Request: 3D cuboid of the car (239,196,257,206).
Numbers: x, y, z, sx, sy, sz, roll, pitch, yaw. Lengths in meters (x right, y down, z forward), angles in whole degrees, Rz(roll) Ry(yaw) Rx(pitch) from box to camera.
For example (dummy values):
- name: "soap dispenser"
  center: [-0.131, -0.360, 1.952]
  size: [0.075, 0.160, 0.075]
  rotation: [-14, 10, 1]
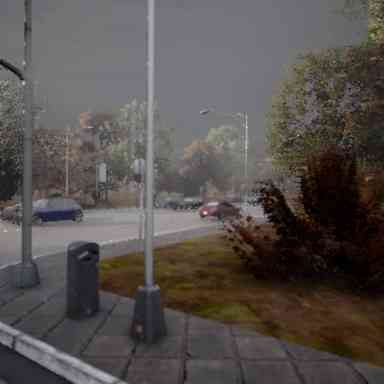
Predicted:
- name: "car"
  center: [9.532, 1.351, 51.719]
  size: [1.837, 1.490, 4.892]
  rotation: [1, 0, 32]

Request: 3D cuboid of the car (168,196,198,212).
- name: "car"
  center: [-0.117, 1.295, 36.606]
  size: [1.882, 1.535, 5.008]
  rotation: [1, 0, 32]

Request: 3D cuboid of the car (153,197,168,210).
- name: "car"
  center: [-2.600, 1.291, 39.231]
  size: [1.837, 1.490, 4.892]
  rotation: [1, 0, 32]

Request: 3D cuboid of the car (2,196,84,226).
- name: "car"
  center: [-9.453, 1.179, 21.817]
  size: [2.097, 1.767, 4.553]
  rotation: [1, 0, 32]

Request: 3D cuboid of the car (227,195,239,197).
- name: "car"
  center: [6.573, 1.197, 53.586]
  size: [1.837, 1.490, 4.892]
  rotation: [1, 0, 32]

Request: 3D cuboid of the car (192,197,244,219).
- name: "car"
  center: [2.232, 1.408, 27.037]
  size: [1.812, 1.442, 4.674]
  rotation: [1, 0, 32]

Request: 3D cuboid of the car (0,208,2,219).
- name: "car"
  center: [-11.822, 1.298, 24.624]
  size: [1.837, 1.490, 4.892]
  rotation: [1, 1, 32]
